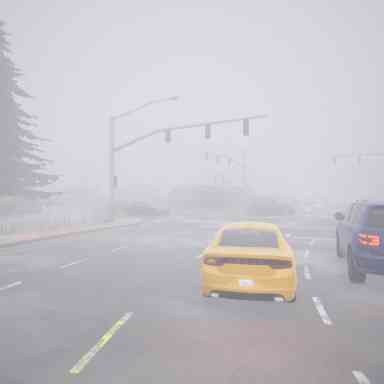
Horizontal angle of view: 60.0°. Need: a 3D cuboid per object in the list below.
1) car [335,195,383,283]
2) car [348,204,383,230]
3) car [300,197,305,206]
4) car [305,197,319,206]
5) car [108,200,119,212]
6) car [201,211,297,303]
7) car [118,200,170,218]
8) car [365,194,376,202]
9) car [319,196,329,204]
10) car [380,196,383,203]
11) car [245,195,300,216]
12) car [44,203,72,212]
[{"bbox_3d":[5.446,1.221,9.425,2.150,2.045,5.566,0,0,19],"label":"car"},{"bbox_3d":[12.300,1.545,20.533,4.674,1.442,1.812,0,0,32],"label":"car"},{"bbox_3d":[13.304,1.547,45.136,2.033,1.411,5.357,0,0,31],"label":"car"},{"bbox_3d":[18.654,1.526,53.873,1.812,1.442,4.674,0,0,32],"label":"car"},{"bbox_3d":[-7.284,1.581,36.803,4.674,1.442,1.812,0,0,32],"label":"car"},{"bbox_3d":[1.483,1.478,8.390,1.882,1.535,5.008,0,0,12],"label":"car"},{"bbox_3d":[-4.226,1.581,30.784,4.674,1.442,1.812,0,0,32],"label":"car"},{"bbox_3d":[42.761,1.355,79.727,2.097,1.767,4.553,0,0,31],"label":"car"},{"bbox_3d":[25.269,1.522,64.526,2.128,1.511,4.902,0,0,31],"label":"car"},{"bbox_3d":[40.442,1.540,69.221,2.033,1.411,5.357,0,0,31],"label":"car"},{"bbox_3d":[7.372,1.394,31.630,4.553,1.767,2.097,0,0,-2],"label":"car"},{"bbox_3d":[-15.638,1.546,37.874,4.902,1.511,2.128,0,0,32],"label":"car"}]
